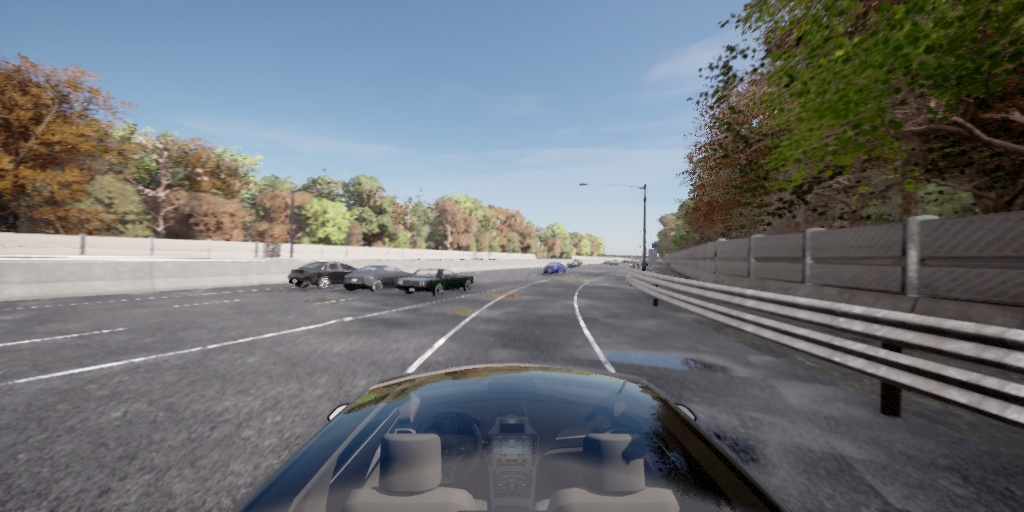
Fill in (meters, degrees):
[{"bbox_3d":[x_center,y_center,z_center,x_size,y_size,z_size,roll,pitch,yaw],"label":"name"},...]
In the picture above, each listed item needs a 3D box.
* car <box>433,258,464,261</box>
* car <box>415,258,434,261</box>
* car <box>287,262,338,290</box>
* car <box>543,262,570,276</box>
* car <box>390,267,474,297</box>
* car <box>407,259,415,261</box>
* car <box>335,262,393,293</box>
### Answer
[{"bbox_3d":[-10.214,1.202,59.068,2.128,1.511,4.902,1,0,22],"label":"car"},{"bbox_3d":[-13.510,1.140,60.236,1.882,1.535,5.008,1,0,22],"label":"car"},{"bbox_3d":[-10.378,1.074,20.852,1.837,1.490,4.892,1,0,22],"label":"car"},{"bbox_3d":[4.809,1.398,40.045,1.812,1.442,4.674,1,0,22],"label":"car"},{"bbox_3d":[-3.769,1.283,18.504,1.895,1.301,4.718,1,0,22],"label":"car"},{"bbox_3d":[-16.925,1.173,61.110,1.994,1.385,4.181,1,0,22],"label":"car"},{"bbox_3d":[-7.090,1.179,19.648,1.994,1.385,4.181,1,0,22],"label":"car"}]
